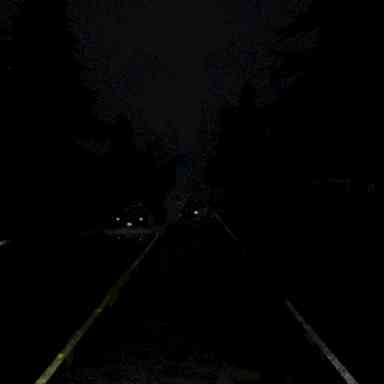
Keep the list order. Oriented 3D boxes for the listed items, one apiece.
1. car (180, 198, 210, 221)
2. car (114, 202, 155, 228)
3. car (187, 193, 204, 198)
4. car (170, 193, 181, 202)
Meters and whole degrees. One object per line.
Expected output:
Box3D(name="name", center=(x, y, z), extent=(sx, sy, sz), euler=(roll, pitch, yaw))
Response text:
Box3D(name="car", center=(0.298, 1.361, 24.817), extent=(1.994, 1.385, 4.181), euler=(0, 0, 0))
Box3D(name="car", center=(-3.436, 1.371, 20.962), extent=(2.033, 1.411, 5.357), euler=(0, 0, 0))
Box3D(name="car", center=(0.432, 1.015, 41.194), extent=(2.097, 1.767, 4.553), euler=(0, 0, 0))
Box3D(name="car", center=(-3.030, 0.985, 61.831), extent=(2.128, 1.511, 4.902), euler=(0, 0, 1))
